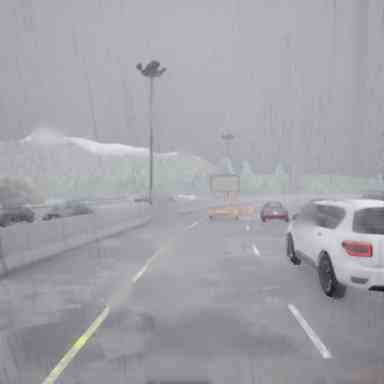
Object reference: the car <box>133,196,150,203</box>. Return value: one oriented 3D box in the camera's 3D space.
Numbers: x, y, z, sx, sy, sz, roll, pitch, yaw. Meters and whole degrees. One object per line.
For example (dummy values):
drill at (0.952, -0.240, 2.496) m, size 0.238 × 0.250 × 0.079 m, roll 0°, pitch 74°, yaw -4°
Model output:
car at (-8.746, 1.337, 60.808) m, size 1.895 × 1.301 × 4.718 m, roll 0°, pitch 0°, yaw 23°

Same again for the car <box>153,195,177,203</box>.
car at (-5.134, 1.225, 60.345) m, size 1.882 × 1.535 × 5.008 m, roll 0°, pitch 0°, yaw 23°

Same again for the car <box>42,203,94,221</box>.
car at (-8.531, 1.449, 23.235) m, size 1.994 × 1.385 × 4.181 m, roll 0°, pitch 0°, yaw 10°

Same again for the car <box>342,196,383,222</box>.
car at (13.667, 1.283, 26.637) m, size 2.097 × 1.767 × 4.553 m, roll 0°, pitch 0°, yaw 12°

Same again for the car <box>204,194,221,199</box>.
car at (4.013, 1.111, 63.695) m, size 2.097 × 1.767 × 4.553 m, roll 0°, pitch 0°, yaw 25°

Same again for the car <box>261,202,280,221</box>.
car at (6.363, 1.478, 25.861) m, size 1.994 × 1.385 × 4.181 m, roll 0°, pitch 0°, yaw 11°

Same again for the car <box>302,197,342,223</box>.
car at (9.895, 1.277, 25.708) m, size 2.097 × 1.767 × 4.553 m, roll 0°, pitch 0°, yaw 11°

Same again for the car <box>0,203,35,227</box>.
car at (-12.278, 1.444, 21.839) m, size 1.994 × 1.385 × 4.181 m, roll 0°, pitch 0°, yaw 9°

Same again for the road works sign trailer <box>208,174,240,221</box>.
road works sign trailer at (2.660, 0.366, 26.696) m, size 2.380 × 3.560 × 2.880 m, roll 0°, pitch 0°, yaw 13°

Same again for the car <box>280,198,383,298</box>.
car at (3.998, 1.198, 8.537) m, size 2.150 × 2.045 × 5.566 m, roll 0°, pitch 0°, yaw 4°

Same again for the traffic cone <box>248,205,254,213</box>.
traffic cone at (5.719, 1.839, 33.170) m, size 0.340 × 0.580 × 0.340 m, roll 0°, pitch 0°, yaw 13°

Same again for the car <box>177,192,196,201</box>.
car at (-1.182, 0.977, 60.759) m, size 2.150 × 2.045 × 5.566 m, roll 0°, pitch 0°, yaw 24°
